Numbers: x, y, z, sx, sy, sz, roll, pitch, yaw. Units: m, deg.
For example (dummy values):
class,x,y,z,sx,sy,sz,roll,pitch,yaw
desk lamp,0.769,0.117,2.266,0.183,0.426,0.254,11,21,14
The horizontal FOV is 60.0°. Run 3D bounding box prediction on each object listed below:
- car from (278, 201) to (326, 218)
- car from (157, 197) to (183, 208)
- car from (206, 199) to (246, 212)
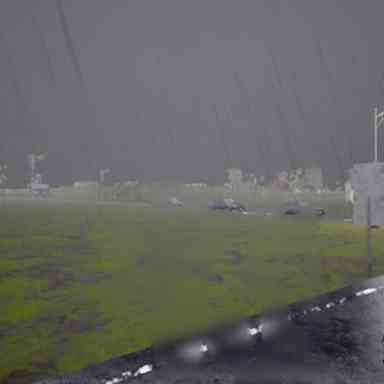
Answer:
class,x,y,z,sx,sy,sz,roll,pitch,yaw
car,9.823,1.527,29.978,1.994,1.385,4.181,-1,0,-33
car,-3.317,1.455,48.599,1.837,1.490,4.892,-1,2,-38
car,3.875,1.506,38.838,2.033,1.411,5.357,-1,0,-35
